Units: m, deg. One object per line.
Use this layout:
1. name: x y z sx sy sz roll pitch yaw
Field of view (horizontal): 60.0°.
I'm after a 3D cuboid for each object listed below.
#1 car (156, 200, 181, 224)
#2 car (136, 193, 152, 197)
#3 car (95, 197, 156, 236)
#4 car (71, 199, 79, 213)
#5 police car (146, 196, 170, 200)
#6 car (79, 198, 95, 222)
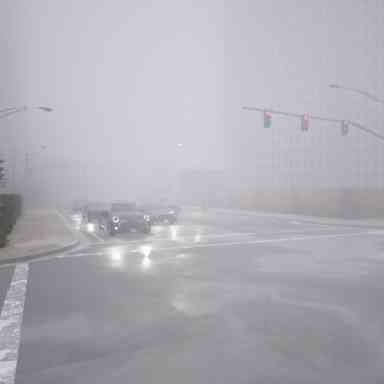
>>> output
1. car: -2.836 1.547 24.768 2.033 1.411 5.357 0 0 -25
2. car: -7.715 1.221 52.367 2.150 2.045 5.566 0 0 -24
3. car: -3.863 1.352 18.632 2.097 1.767 4.553 0 0 -25
4. car: -12.383 1.489 37.178 2.128 1.511 4.902 0 0 -24
5. police car: -2.870 1.509 33.437 2.038 1.542 4.974 0 0 -25
6. car: -7.722 1.478 27.011 1.882 1.535 5.008 0 0 -25
